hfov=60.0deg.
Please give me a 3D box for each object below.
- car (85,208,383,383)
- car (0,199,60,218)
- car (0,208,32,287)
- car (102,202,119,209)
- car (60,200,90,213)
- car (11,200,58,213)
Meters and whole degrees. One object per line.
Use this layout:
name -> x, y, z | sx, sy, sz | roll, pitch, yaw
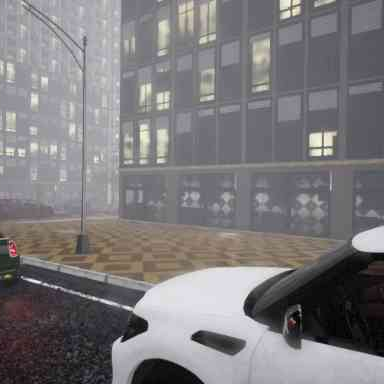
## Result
car -> 1.900, 1.222, 2.327 | 5.566, 2.045, 2.150 | 0, 0, 36
car -> -15.139, 1.519, 30.178 | 2.192, 1.841, 5.009 | 1, 0, 36
car -> -6.177, 1.348, 8.062 | 4.553, 1.767, 2.097 | 0, 0, 35
car -> -8.356, 1.830, 39.400 | 1.752, 1.417, 4.829 | 1, 0, 36
car -> -14.735, 1.678, 40.486 | 2.128, 1.511, 4.902 | 1, 0, 36
car -> -18.652, 1.642, 39.547 | 1.752, 1.417, 4.829 | 1, 0, 36
